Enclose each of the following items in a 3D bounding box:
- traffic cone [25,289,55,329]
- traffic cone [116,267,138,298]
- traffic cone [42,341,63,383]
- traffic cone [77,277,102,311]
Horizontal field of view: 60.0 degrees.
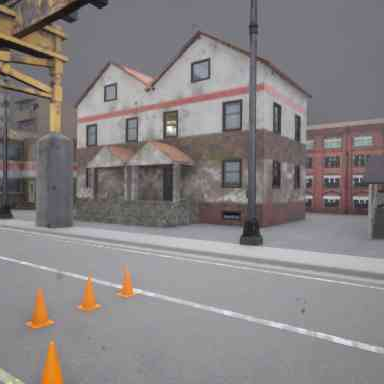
[{"bbox_3d":[-2.583,1.949,5.654,0.340,0.580,0.340,0,0,36],"label":"traffic cone"},{"bbox_3d":[-1.413,1.949,7.276,0.340,0.580,0.340,0,0,36],"label":"traffic cone"},{"bbox_3d":[-1.546,1.952,3.673,0.340,0.580,0.340,0,0,36],"label":"traffic cone"},{"bbox_3d":[-1.998,1.949,6.465,0.340,0.580,0.340,0,0,36],"label":"traffic cone"}]
